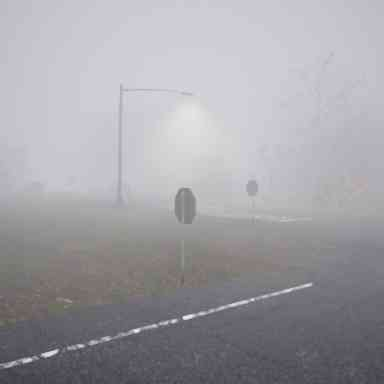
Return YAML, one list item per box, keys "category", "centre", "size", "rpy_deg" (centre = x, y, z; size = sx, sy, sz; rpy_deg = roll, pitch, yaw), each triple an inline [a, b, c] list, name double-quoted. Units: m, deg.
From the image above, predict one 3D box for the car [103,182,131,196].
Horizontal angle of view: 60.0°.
- category: "car"
  centre: [-11.367, -0.504, 51.497]
  size: [2.150, 2.045, 5.566]
  rpy_deg: [0, 2, -36]

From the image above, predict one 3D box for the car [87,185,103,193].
- category: "car"
  centre: [-17.411, -0.496, 59.965]
  size: [1.994, 1.385, 4.181]
  rpy_deg: [0, 2, -36]
